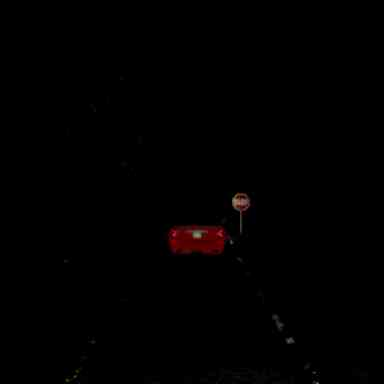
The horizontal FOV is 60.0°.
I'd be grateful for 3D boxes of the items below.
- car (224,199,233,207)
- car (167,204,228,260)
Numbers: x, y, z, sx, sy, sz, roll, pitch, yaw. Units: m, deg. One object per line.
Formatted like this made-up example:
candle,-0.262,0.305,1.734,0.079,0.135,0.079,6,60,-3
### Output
car,7.358,2.166,65.405,2.128,1.511,4.902,0,0,14
car,0.287,1.492,13.284,2.097,1.767,4.553,0,-1,3
